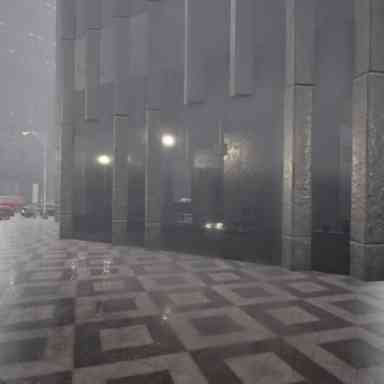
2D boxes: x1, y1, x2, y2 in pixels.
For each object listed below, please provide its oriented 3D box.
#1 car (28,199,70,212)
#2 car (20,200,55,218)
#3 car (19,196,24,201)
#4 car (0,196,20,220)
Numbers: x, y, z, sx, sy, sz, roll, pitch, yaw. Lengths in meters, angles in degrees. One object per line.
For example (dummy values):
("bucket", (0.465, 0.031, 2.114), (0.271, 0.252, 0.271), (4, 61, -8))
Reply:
("car", (-17.500, 1.634, 40.885), (1.947, 1.339, 4.313), (1, 0, 35))
("car", (-13.836, 1.742, 31.337), (1.947, 1.339, 4.313), (1, 0, 35))
("car", (-20.770, 1.353, 36.288), (2.192, 1.841, 5.009), (1, 0, 35))
("car", (-17.106, 1.463, 26.738), (2.192, 1.841, 5.009), (1, 0, 35))
